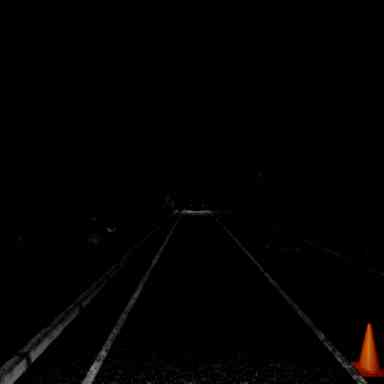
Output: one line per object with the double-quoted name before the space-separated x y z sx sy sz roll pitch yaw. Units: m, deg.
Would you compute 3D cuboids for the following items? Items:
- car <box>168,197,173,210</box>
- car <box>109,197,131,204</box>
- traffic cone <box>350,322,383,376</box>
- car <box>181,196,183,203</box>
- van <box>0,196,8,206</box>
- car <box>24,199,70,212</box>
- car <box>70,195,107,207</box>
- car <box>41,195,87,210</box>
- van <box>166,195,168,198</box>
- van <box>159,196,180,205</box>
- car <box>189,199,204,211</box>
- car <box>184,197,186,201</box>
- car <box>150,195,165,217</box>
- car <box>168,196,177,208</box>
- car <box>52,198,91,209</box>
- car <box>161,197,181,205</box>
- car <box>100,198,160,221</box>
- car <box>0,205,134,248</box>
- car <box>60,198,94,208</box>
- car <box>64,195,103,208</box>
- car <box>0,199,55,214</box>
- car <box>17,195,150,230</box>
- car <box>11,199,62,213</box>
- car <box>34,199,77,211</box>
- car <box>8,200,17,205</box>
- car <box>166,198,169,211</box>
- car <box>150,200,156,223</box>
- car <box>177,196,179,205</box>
"car" -5.054 1.661 38.970 5.008 1.535 2.097 0 -1 0
"car" -18.017 2.143 83.483 4.892 1.521 2.231 0 -1 0
"traffic cone" 2.266 1.969 4.251 0.340 0.580 0.340 0 0 0
"car" -4.965 2.035 69.801 5.008 1.535 2.097 0 -1 0
"van" -18.291 1.246 27.753 4.442 1.987 1.878 0 -1 0
"car" -18.102 1.643 41.678 4.792 1.488 2.163 0 -1 0
"car" -18.053 1.556 58.265 5.566 2.045 2.435 0 -1 0
"car" -18.085 1.420 47.248 5.566 2.045 2.435 0 -1 0
"van" -5.183 1.406 36.169 4.442 1.987 1.878 0 -1 0
"van" -4.845 1.847 72.606 4.442 1.987 1.878 0 -1 0
"car" 0.578 1.782 46.524 1.882 1.535 5.008 0 -1 0
"car" -4.901 1.970 83.819 5.566 2.045 2.435 0 -1 0
"car" -5.134 1.272 24.958 5.566 2.045 2.435 0 0 0
"car" -5.078 1.438 41.776 5.566 2.045 2.435 0 -1 0
"car" -18.102 1.703 50.032 5.008 1.535 2.097 0 -1 0
"car" -4.915 2.021 78.211 4.553 1.767 2.185 0 -1 0
"car" -5.064 1.423 27.757 4.553 1.767 2.185 0 -1 0
"car" -5.153 1.451 13.746 4.892 1.521 2.231 0 0 0
"car" -18.097 1.775 52.692 4.674 1.452 2.002 0 -1 0
"car" -18.060 1.520 55.603 5.566 2.045 2.435 0 -1 0
"car" -17.962 1.555 36.106 5.366 1.575 1.946 0 -1 0
"car" -5.172 1.212 16.548 5.566 2.045 2.435 0 0 0
"car" -18.134 1.585 38.893 5.008 1.535 2.097 0 -1 0
"car" -18.152 1.671 44.463 4.792 1.488 2.163 0 -1 0
"car" -18.154 1.569 33.322 4.674 1.452 2.002 0 -1 0
"car" -5.071 1.606 33.364 4.892 1.521 2.231 0 -1 0
"car" -5.125 1.500 22.151 4.892 1.521 2.231 0 0 0
"car" -5.014 1.813 52.986 5.008 1.535 2.097 0 -1 0
